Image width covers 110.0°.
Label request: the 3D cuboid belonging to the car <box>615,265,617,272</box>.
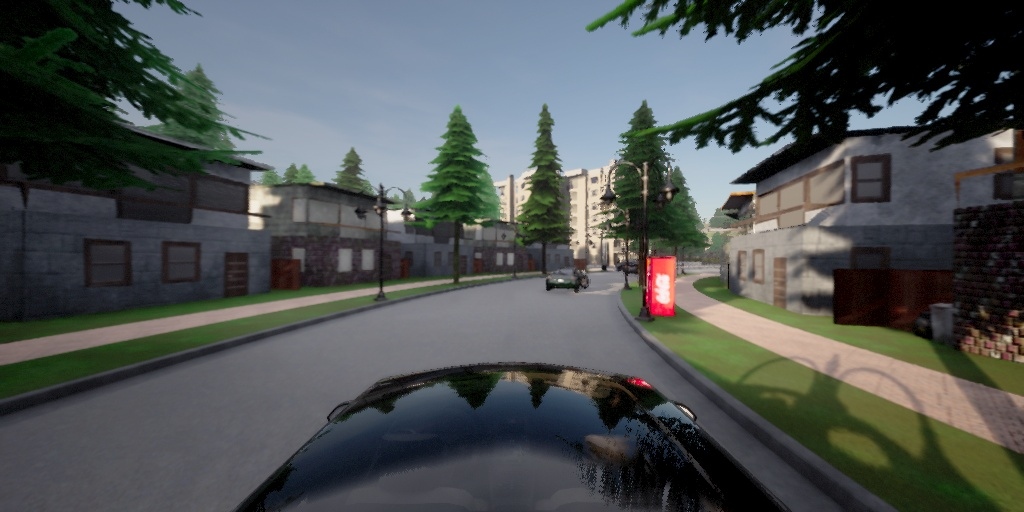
[{"bbox_3d":[15.239,1.210,46.309,2.097,1.767,4.553,1,0,44],"label":"car"}]

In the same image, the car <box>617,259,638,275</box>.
[{"bbox_3d":[14.156,1.417,40.255,2.128,1.511,4.902,0,-1,43],"label":"car"}]

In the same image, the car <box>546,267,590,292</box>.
[{"bbox_3d":[3.510,1.380,22.131,1.994,1.385,4.181,0,0,22],"label":"car"}]

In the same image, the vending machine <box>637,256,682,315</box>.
[{"bbox_3d":[4.944,1.003,12.095,1.100,2.100,0.880,0,0,11],"label":"vending machine"}]
